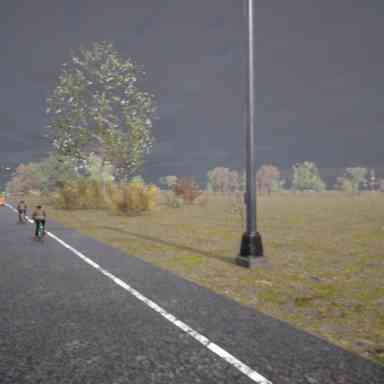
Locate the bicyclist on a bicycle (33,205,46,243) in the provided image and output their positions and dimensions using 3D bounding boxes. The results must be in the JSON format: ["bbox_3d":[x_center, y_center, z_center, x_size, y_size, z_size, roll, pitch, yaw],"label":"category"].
[{"bbox_3d":[-6.704,1.418,14.670,0.582,1.620,1.656,-1,0,-31],"label":"bicyclist on a bicycle"}]

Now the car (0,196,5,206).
[{"bbox_3d":[-30.463,1.322,51.957,2.097,1.767,4.553,-1,0,-32],"label":"car"}]

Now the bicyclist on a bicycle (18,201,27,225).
[{"bbox_3d":[-11.393,1.416,22.354,0.582,1.620,1.656,-1,0,-31],"label":"bicyclist on a bicycle"}]
